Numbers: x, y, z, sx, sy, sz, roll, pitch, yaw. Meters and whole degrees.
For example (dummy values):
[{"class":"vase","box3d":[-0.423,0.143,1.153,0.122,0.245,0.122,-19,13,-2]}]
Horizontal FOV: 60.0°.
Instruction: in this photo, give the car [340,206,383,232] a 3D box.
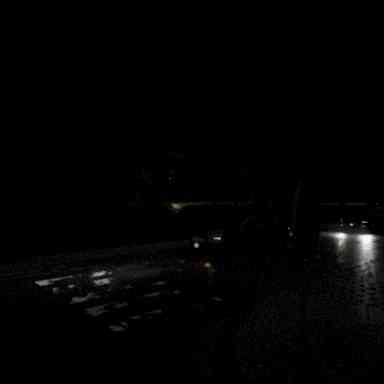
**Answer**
[{"class":"car","box3d":[11.333,1.702,21.437,4.892,1.490,1.837,0,-1,-41]}]

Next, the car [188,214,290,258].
[{"class":"car","box3d":[2.019,1.655,13.544,4.902,1.511,2.128,0,-2,-40]}]
